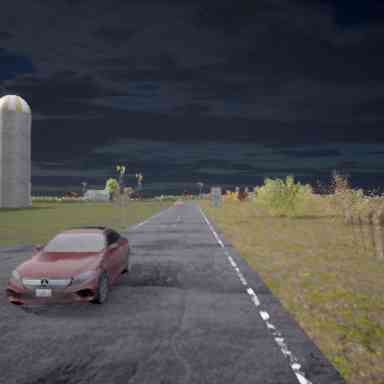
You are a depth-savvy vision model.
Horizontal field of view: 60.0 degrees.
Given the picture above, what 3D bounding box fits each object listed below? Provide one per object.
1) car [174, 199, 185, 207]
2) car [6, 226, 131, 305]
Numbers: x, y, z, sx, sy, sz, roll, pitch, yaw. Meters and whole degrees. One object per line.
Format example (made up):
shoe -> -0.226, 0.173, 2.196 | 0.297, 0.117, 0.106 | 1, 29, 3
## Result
car -> -2.706, 2.347, 72.997 | 2.097, 1.767, 4.553 | 0, -1, 0
car -> -2.746, 1.642, 8.493 | 1.812, 1.442, 4.674 | 0, -1, 0
